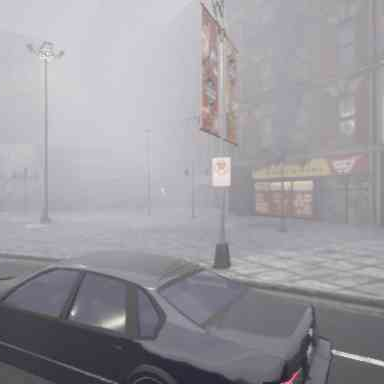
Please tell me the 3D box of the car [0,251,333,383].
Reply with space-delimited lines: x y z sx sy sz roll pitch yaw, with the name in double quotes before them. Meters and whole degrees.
"car" -1.097 1.541 4.347 5.357 1.411 2.033 0 0 28
